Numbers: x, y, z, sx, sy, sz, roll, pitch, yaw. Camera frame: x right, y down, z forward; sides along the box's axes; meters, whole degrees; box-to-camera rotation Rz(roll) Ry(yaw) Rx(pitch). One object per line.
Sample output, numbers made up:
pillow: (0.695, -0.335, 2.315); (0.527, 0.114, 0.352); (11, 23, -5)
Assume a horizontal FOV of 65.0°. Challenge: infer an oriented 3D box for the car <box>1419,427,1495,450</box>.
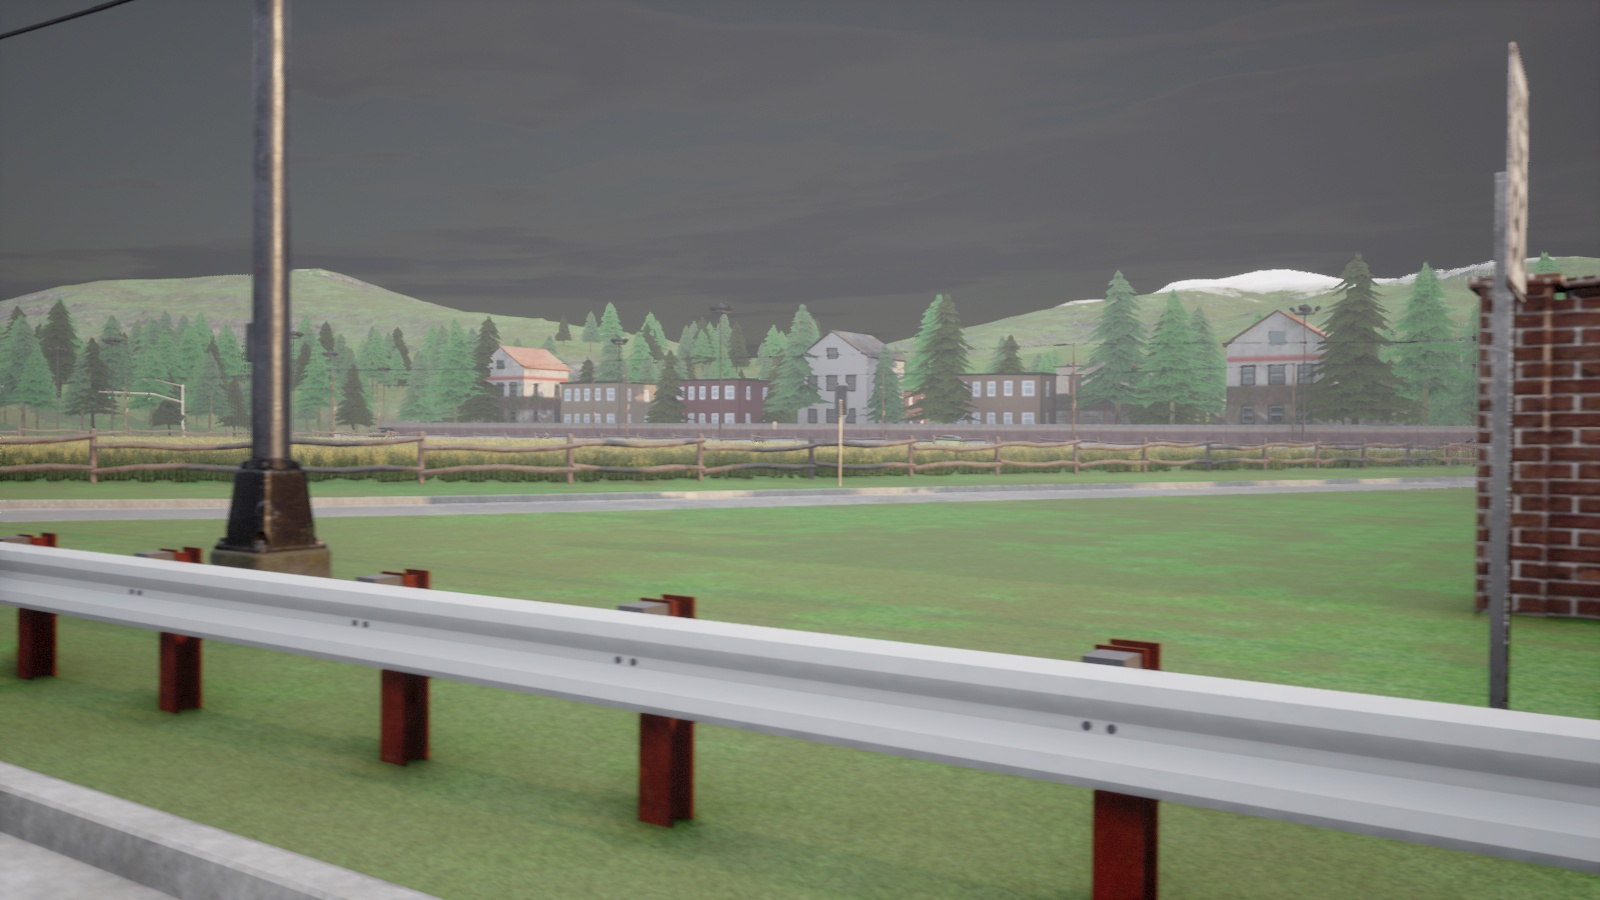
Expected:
car: (43.024, -0.749, 82.243); (4.193, 1.474, 1.816); (0, 1, 34)
